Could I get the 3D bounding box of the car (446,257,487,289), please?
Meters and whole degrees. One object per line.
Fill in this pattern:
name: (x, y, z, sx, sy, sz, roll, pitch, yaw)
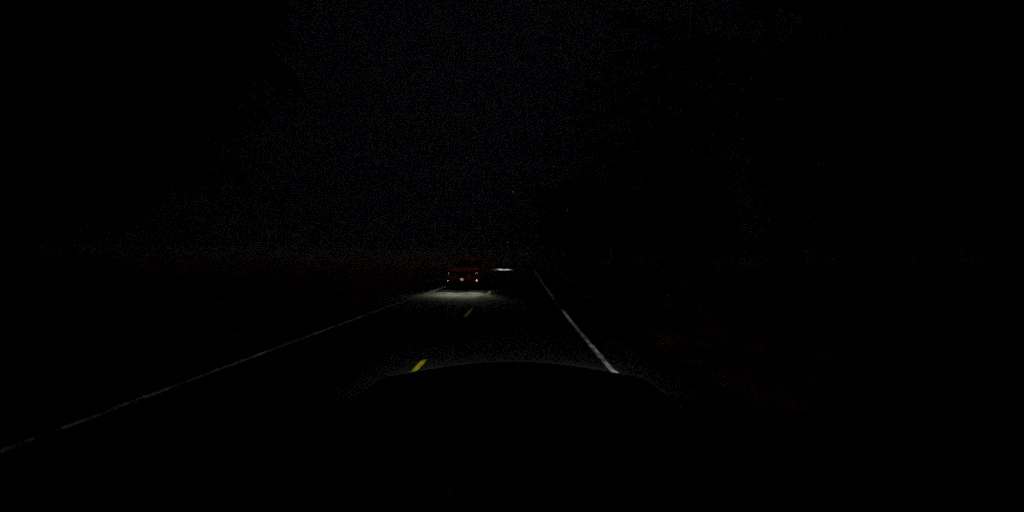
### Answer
car: (-3.015, 1.114, 25.008, 2.150, 2.045, 5.566, 0, 0, 2)
